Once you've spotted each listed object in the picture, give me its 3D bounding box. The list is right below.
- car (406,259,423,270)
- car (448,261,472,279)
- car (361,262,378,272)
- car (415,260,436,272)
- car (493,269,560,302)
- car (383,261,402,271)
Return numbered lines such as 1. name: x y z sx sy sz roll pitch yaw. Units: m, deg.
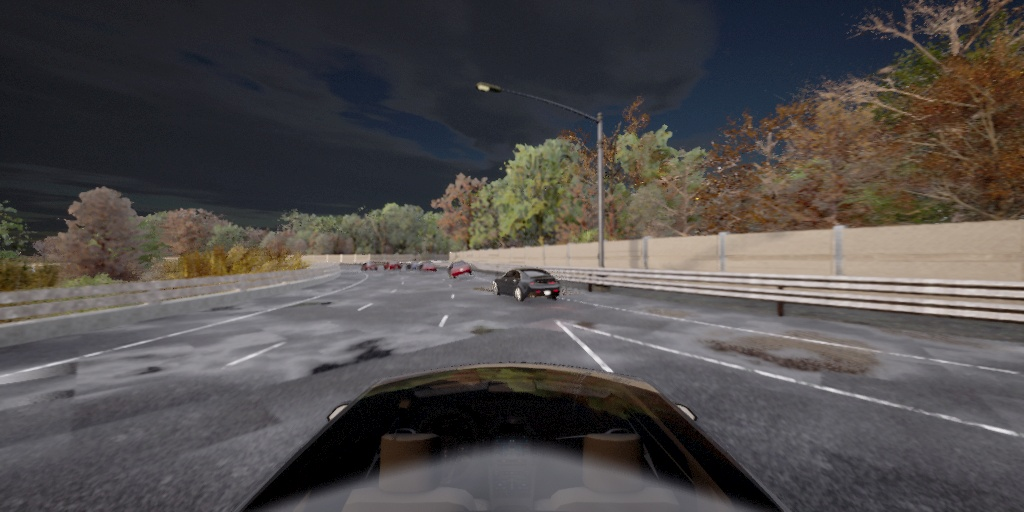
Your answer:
1. car: -16.406 1.711 60.420 1.994 1.385 4.181 0 0 -33
2. car: -5.251 1.262 35.488 1.994 1.385 4.181 -17 3 -14
3. car: -22.688 1.705 57.160 1.812 1.442 4.674 0 0 -33
4. car: -12.739 1.650 53.615 1.994 1.385 4.181 0 0 -27
5. car: 0.564 1.344 17.491 1.837 1.490 4.892 -1 0 -23
6. car: -19.709 1.643 58.998 1.882 1.535 5.008 0 0 -33
